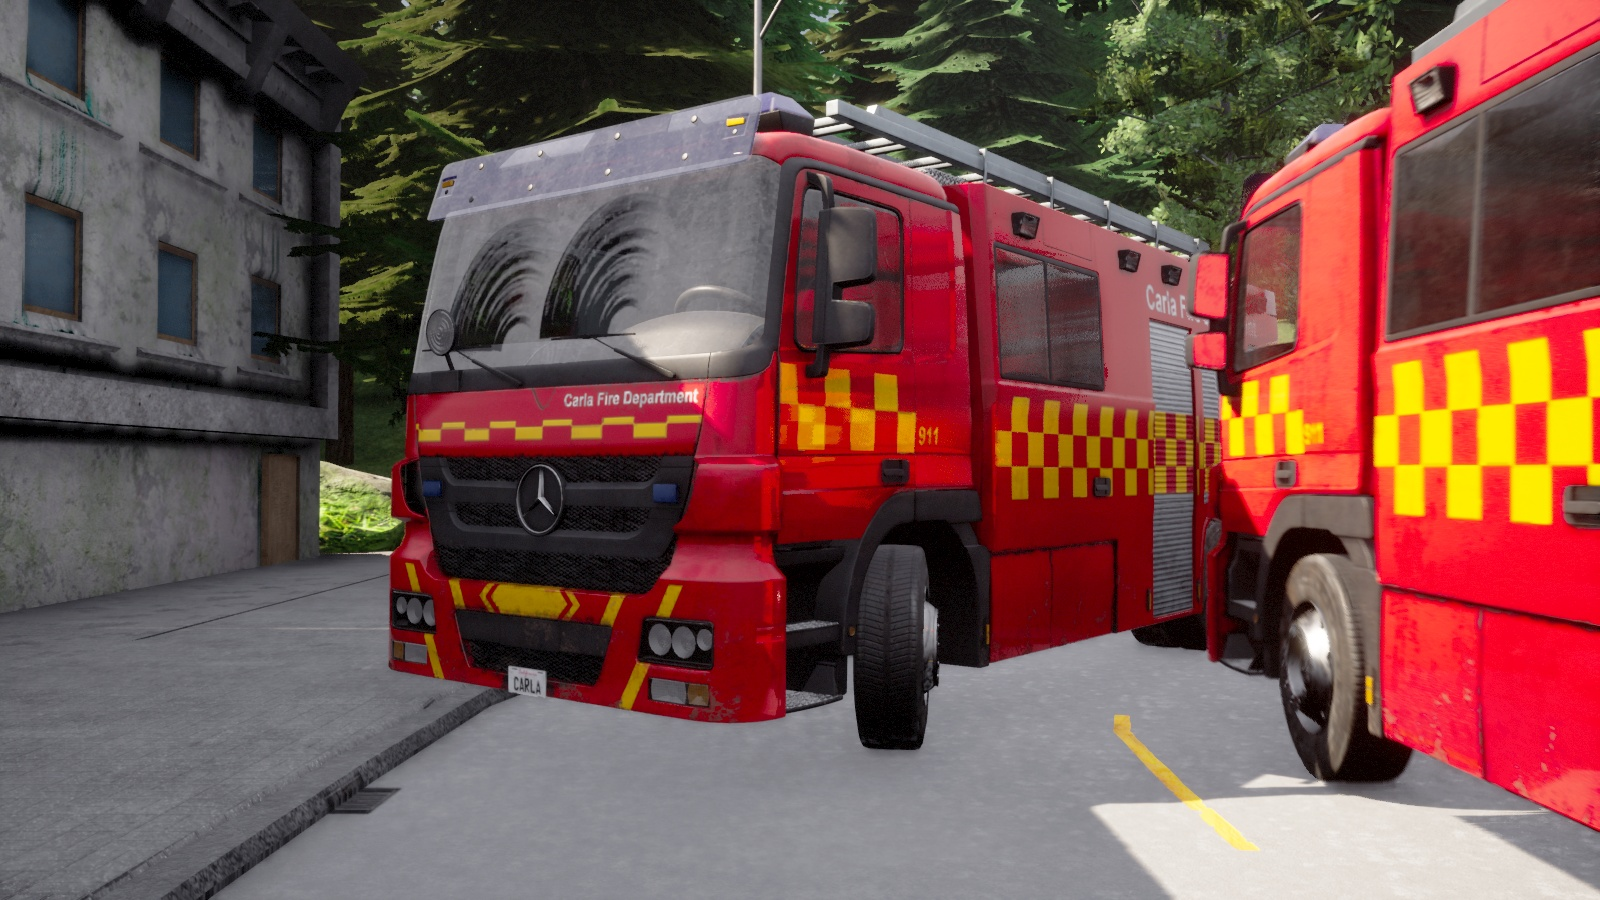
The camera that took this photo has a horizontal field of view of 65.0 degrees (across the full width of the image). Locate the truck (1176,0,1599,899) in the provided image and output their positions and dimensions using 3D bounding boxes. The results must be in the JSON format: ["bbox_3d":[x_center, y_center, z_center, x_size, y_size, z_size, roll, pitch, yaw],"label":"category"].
[{"bbox_3d":[3.979,-0.296,4.161,2.891,3.827,8.468,0,-1,0],"label":"truck"}]

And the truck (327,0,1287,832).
[{"bbox_3d":[0.999,-0.189,9.723,2.891,3.827,8.468,-1,-1,37],"label":"truck"}]
